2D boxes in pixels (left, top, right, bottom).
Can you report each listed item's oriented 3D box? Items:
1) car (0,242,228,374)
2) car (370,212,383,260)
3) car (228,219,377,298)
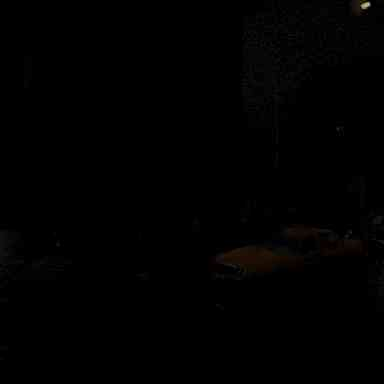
[{"bbox_3d":[-1.734,1.566,5.415,4.313,1.339,1.947,0,0,-36],"label":"car"},{"bbox_3d":[7.109,1.441,11.745,4.097,1.590,1.967,0,0,-36],"label":"car"},{"bbox_3d":[2.549,1.526,8.481,4.829,1.417,1.752,0,0,-36],"label":"car"}]
